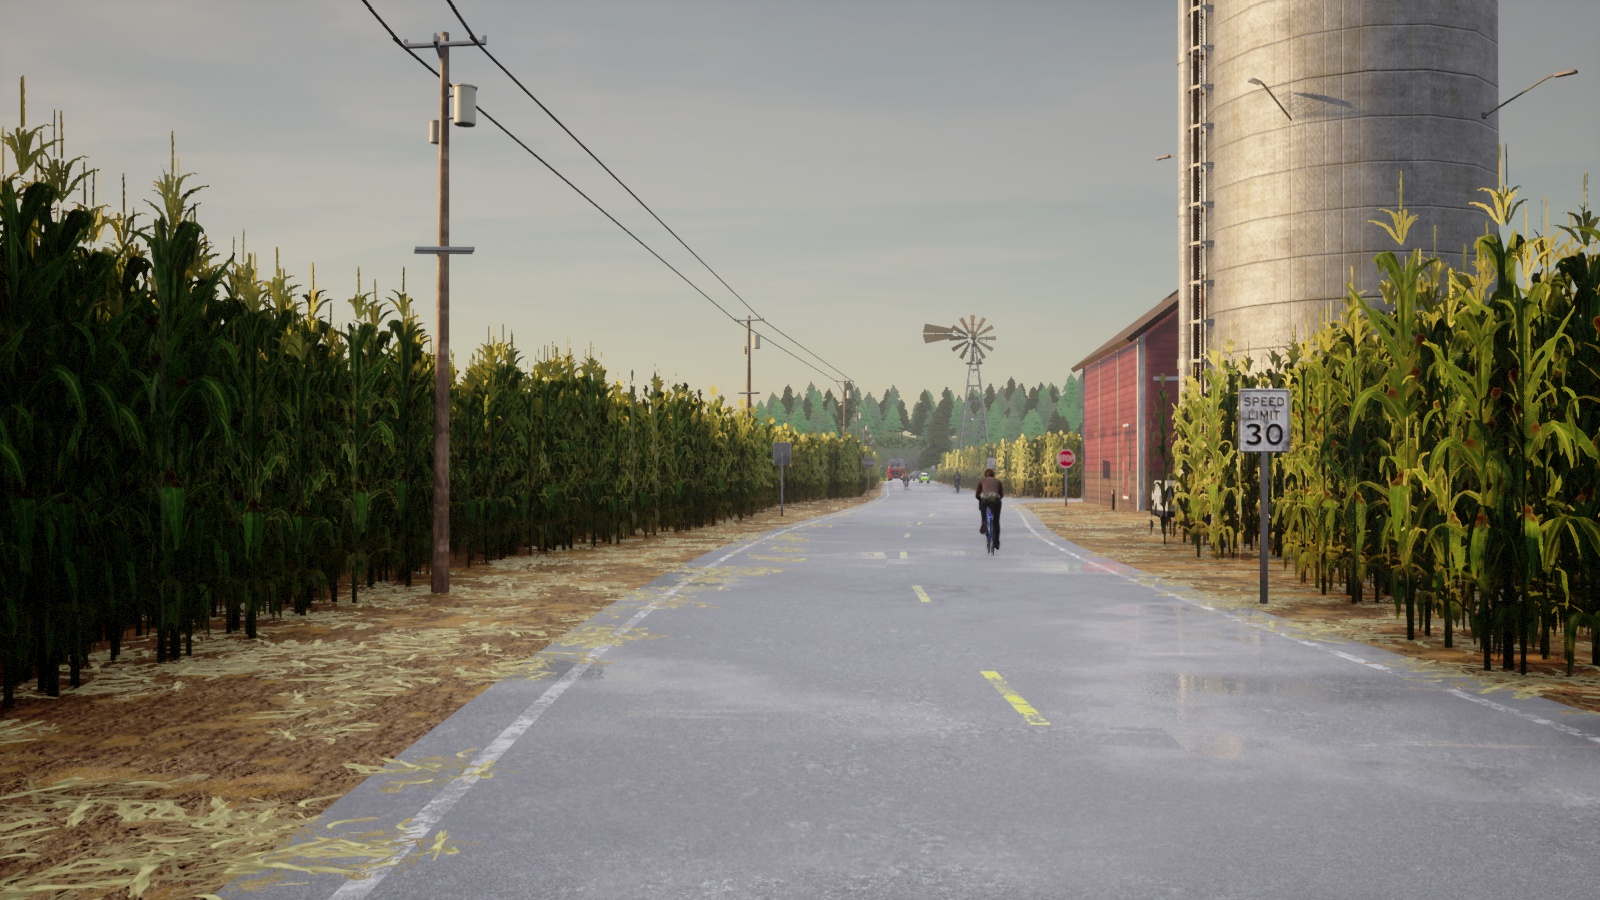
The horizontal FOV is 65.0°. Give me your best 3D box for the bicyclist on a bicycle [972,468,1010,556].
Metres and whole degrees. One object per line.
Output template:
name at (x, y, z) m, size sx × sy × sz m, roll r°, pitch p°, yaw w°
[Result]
bicyclist on a bicycle at (3.611, 1.152, 23.831) m, size 0.582 × 1.620 × 1.656 m, roll 0°, pitch -1°, yaw 4°
